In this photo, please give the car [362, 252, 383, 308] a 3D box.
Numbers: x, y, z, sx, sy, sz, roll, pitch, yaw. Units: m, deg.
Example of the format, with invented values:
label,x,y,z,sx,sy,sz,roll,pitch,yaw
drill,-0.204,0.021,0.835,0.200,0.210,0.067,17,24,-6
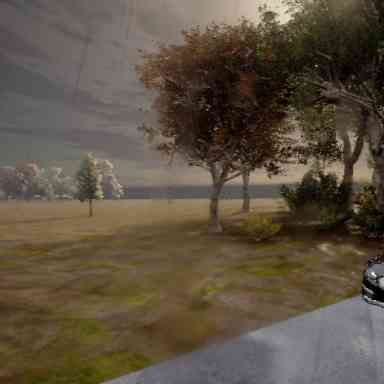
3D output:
label,x,y,z,sx,sy,sz,roll,pitch,yaw
car,5.367,1.418,6.660,4.902,1.511,2.128,-1,1,-34
